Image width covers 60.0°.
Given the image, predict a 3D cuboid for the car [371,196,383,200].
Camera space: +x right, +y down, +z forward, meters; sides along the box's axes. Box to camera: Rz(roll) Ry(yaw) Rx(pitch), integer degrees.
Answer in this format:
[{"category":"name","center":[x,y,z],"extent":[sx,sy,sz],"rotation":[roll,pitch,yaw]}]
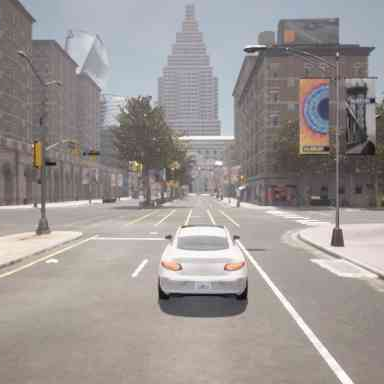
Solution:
[{"category":"car","center":[35.971,1.477,67.558],"extent":[2.231,1.521,4.892],"rotation":[0,0,1]}]

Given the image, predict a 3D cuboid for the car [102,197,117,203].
[{"category":"car","center":[-16.742,1.591,67.350],"extent":[1.895,1.301,4.718],"rotation":[0,0,1]}]

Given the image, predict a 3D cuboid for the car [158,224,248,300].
[{"category":"car","center":[0.261,1.525,8.285],"extent":[1.812,1.442,4.674],"rotation":[0,0,2]}]
